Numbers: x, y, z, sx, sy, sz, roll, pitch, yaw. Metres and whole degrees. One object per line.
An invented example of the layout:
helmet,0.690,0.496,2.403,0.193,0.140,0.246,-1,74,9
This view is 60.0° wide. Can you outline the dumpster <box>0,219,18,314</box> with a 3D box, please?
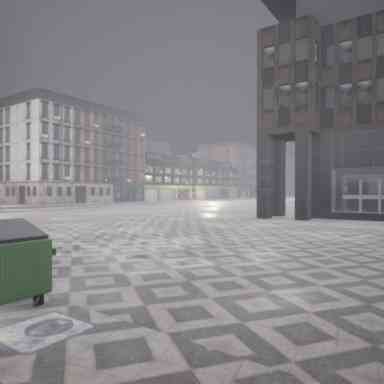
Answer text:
dumpster,-4.431,1.394,6.530,1.940,1.700,1.020,0,0,35
